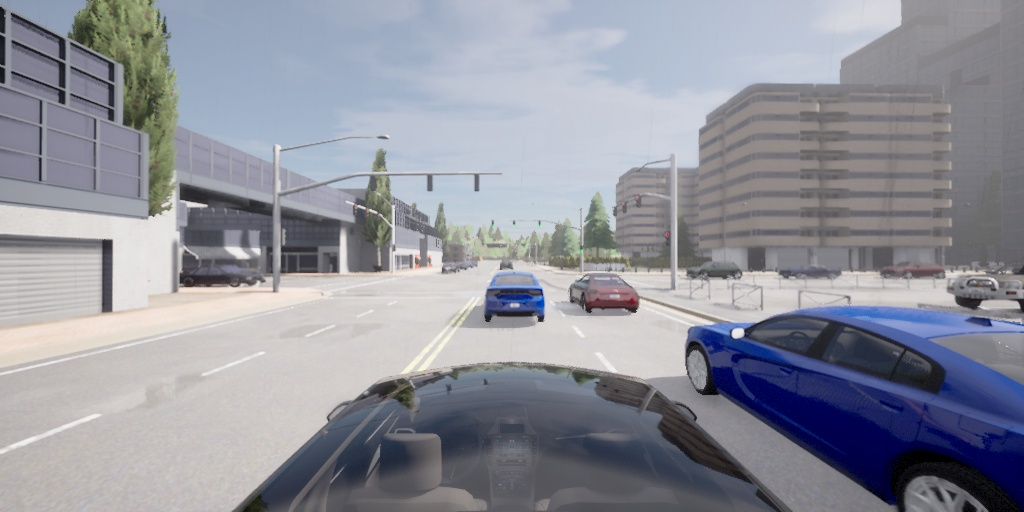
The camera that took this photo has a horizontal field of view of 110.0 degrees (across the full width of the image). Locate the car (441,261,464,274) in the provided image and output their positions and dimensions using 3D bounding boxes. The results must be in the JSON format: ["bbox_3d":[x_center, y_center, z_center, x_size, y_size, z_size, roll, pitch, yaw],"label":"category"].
[{"bbox_3d":[-7.915,1.463,46.589,2.128,1.511,4.902,0,0,0],"label":"car"}]

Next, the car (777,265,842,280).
[{"bbox_3d":[27.626,1.512,33.397,4.718,1.301,1.895,0,0,-1],"label":"car"}]

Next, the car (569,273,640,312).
[{"bbox_3d":[3.559,1.378,14.488,1.994,1.385,4.181,0,0,-1],"label":"car"}]

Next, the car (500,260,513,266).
[{"bbox_3d":[-0.943,1.391,59.899,2.097,1.767,4.553,0,0,-1],"label":"car"}]

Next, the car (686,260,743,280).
[{"bbox_3d":[18.639,1.261,33.200,4.553,1.767,2.097,0,0,-1],"label":"car"}]

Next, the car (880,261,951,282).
[{"bbox_3d":[37.422,1.266,33.599,4.553,1.767,2.097,0,0,-1],"label":"car"}]

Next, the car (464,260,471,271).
[{"bbox_3d":[-8.068,1.585,56.547,1.994,1.385,4.181,0,0,-1],"label":"car"}]

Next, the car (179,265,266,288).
[{"bbox_3d":[-19.981,1.407,24.489,5.357,1.411,2.033,0,0,-1],"label":"car"}]

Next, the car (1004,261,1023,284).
[{"bbox_3d":[45.177,1.400,30.084,4.892,1.490,1.837,1,0,-1],"label":"car"}]

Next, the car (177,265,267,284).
[{"bbox_3d":[-22.471,1.424,27.952,5.357,1.411,2.033,0,0,-1],"label":"car"}]

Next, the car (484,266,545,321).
[{"bbox_3d":[0.081,1.283,12.757,1.882,1.535,5.008,0,0,0],"label":"car"}]

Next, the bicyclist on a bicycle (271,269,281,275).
[{"bbox_3d":[-25.896,1.236,39.385,0.582,1.620,1.656,0,0,-1],"label":"bicyclist on a bicycle"}]

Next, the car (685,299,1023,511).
[{"bbox_3d":[3.605,1.237,3.586,1.882,1.535,5.008,0,0,0],"label":"car"}]
